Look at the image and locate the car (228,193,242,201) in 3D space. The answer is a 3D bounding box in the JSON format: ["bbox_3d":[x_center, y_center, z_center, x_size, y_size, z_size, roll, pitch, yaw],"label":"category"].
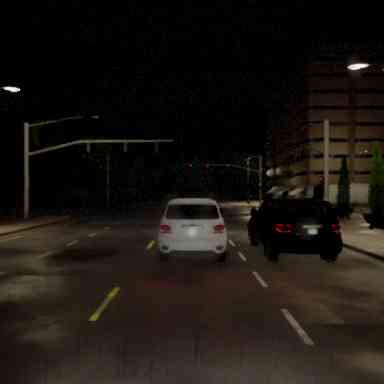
[{"bbox_3d":[12.783,1.266,87.989,5.566,2.045,2.150,0,0,-41],"label":"car"}]

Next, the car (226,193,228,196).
[{"bbox_3d":[10.492,1.248,90.637,5.566,2.045,2.150,0,0,-41],"label":"car"}]

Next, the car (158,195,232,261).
[{"bbox_3d":[0.028,1.229,12.352,2.150,2.045,5.566,0,0,0],"label":"car"}]

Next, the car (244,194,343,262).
[{"bbox_3d":[3.528,1.229,12.352,2.150,2.045,5.566,0,0,0],"label":"car"}]

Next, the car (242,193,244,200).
[{"bbox_3d":[16.214,1.580,86.269,5.357,1.411,2.033,0,0,-37],"label":"car"}]

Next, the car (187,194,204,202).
[{"bbox_3d":[0.869,1.392,78.289,2.097,1.767,4.553,0,0,27],"label":"car"}]
